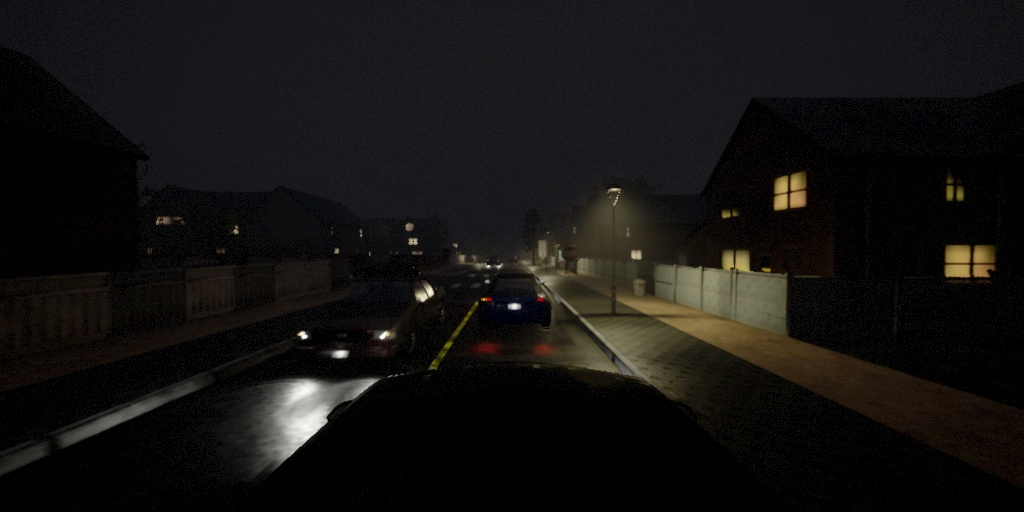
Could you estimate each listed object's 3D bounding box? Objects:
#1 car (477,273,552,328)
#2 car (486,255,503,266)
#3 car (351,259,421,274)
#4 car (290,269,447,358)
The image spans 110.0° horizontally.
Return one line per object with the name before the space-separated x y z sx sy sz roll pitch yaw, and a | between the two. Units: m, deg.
car | 0.078 1.198 10.899 1.994 1.385 4.181 0 1 0
car | -2.808 0.574 55.534 2.097 1.767 4.553 0 0 0
car | -9.078 0.941 26.003 4.892 1.490 1.837 0 0 3
car | -2.833 1.209 8.586 2.033 1.411 5.357 0 1 0
